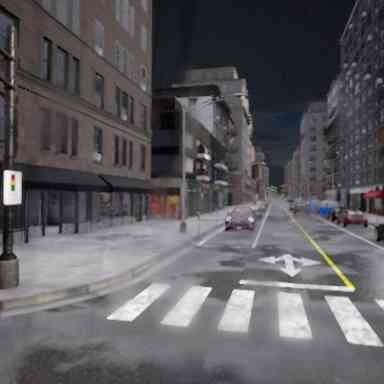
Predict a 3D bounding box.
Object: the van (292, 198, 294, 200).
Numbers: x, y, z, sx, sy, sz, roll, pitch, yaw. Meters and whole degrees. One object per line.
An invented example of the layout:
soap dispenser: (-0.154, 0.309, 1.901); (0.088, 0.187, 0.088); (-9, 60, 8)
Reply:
van: (27.129, 2.664, 84.899); (1.690, 1.788, 3.998); (0, -1, 14)

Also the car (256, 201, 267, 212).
car: (7.396, 2.101, 38.697); (2.008, 1.369, 4.403); (0, -1, 14)

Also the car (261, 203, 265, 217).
car: (6.069, 2.052, 33.348); (1.802, 1.307, 4.206); (0, -1, 14)

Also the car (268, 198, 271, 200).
car: (15.358, 2.595, 70.785); (1.887, 1.381, 4.507); (0, -1, 14)

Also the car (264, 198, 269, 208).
car: (10.050, 2.155, 49.394); (1.967, 1.590, 4.097); (0, -1, 14)

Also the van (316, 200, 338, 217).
van: (15.186, 1.913, 36.767); (1.690, 1.788, 3.998); (0, -1, 14)

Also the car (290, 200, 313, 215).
car: (13.905, 2.146, 42.346); (1.837, 1.490, 4.892); (0, -1, 14)

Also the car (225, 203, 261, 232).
car: (3.416, 1.753, 22.654); (1.967, 1.590, 4.097); (0, -1, 14)

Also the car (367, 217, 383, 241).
car: (9.876, 1.823, 15.371); (1.947, 1.339, 4.313); (0, -1, 14)

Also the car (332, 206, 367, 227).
car: (12.530, 1.994, 26.068); (1.802, 1.307, 4.206); (0, -1, 14)

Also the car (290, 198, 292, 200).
car: (28.456, 2.721, 90.249); (2.192, 1.841, 5.009); (0, -1, 14)

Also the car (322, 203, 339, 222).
car: (13.857, 2.058, 31.416); (1.947, 1.339, 4.313); (0, -1, 14)

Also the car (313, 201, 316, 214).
car: (16.511, 2.204, 42.112); (2.008, 1.369, 4.403); (0, -1, 14)

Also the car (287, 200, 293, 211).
car: (16.370, 2.399, 52.491); (1.895, 1.301, 4.718); (0, -1, 14)

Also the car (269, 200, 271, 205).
car: (12.703, 2.433, 60.089); (2.008, 1.369, 4.403); (0, -1, 14)
